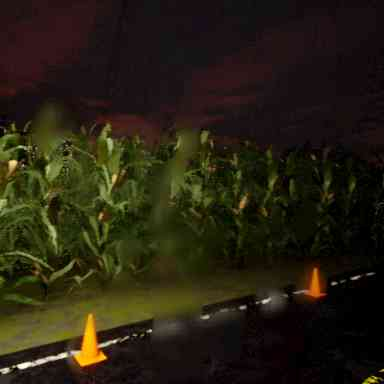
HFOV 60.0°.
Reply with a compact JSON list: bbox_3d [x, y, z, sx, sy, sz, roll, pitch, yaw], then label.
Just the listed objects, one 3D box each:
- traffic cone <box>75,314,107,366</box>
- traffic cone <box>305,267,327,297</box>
[{"bbox_3d":[-1.373,1.958,4.517,0.340,0.580,0.340,0,0,-35],"label":"traffic cone"},{"bbox_3d":[2.748,1.977,7.393,0.340,0.580,0.340,0,0,-35],"label":"traffic cone"}]
